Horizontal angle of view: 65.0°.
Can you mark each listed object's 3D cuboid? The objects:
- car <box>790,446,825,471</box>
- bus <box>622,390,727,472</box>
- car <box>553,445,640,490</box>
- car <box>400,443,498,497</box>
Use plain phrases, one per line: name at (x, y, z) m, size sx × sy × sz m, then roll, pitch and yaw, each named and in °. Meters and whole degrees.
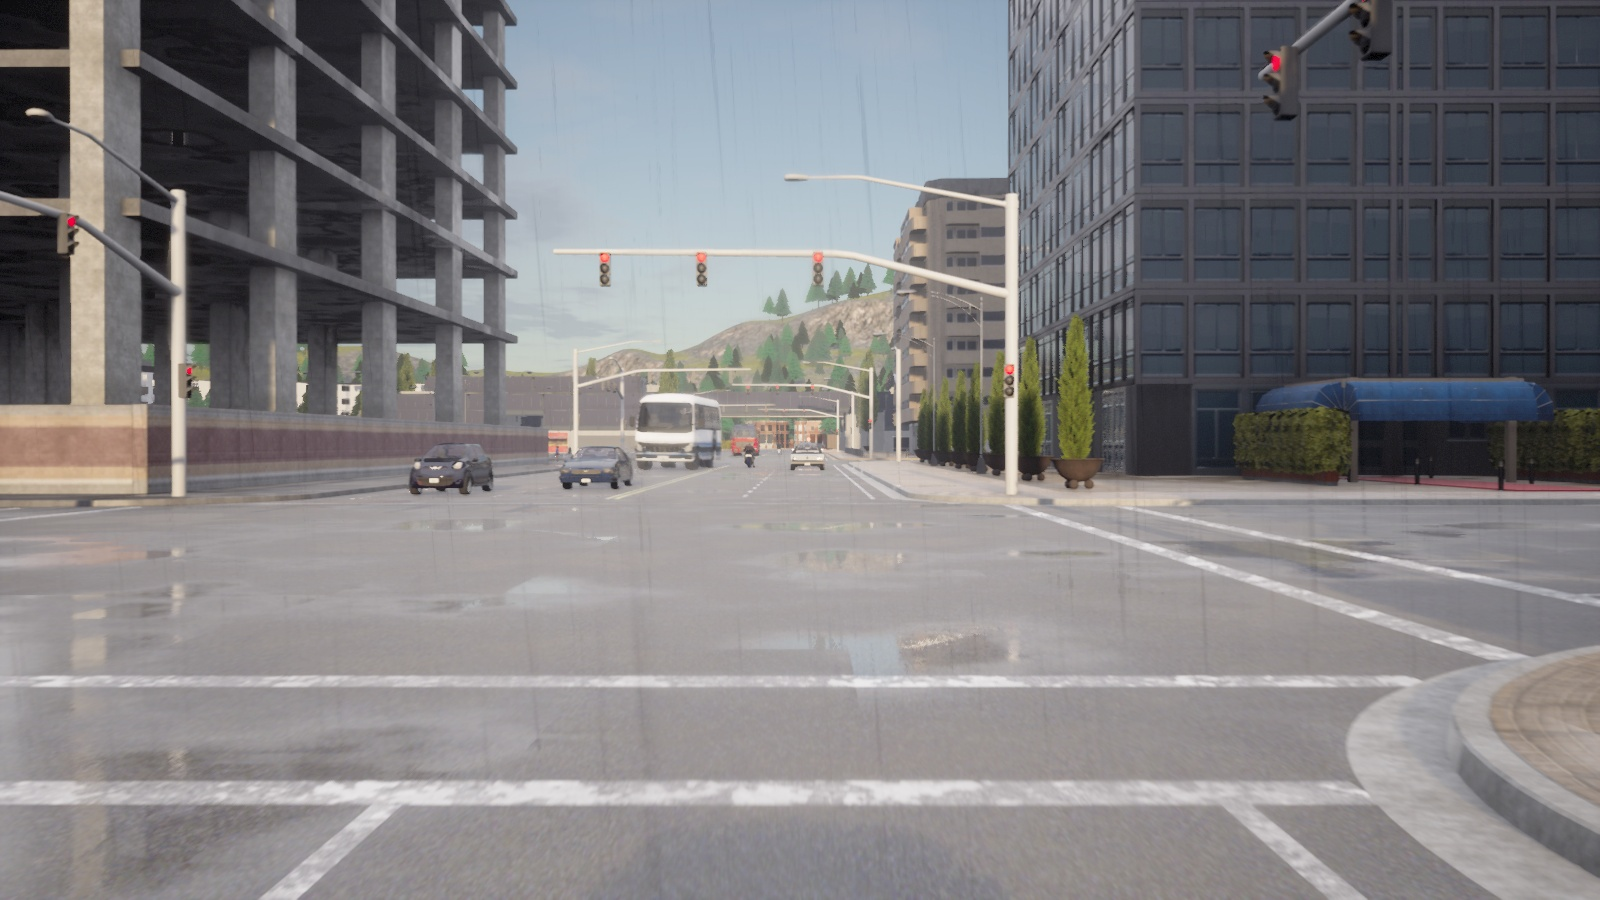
car at (0.407, 0.459, 68.842) m, size 1.895 × 1.301 × 4.718 m, roll 0°, pitch 0°, yaw 0°
bus at (-6.949, -1.039, 71.610) m, size 3.944 × 4.253 × 10.273 m, roll 1°, pitch 0°, yaw 6°
car at (-6.746, 0.551, 42.153) m, size 2.033 × 1.411 × 5.357 m, roll 0°, pitch 0°, yaw 0°
car at (-10.275, 0.544, 36.977) m, size 1.845 × 1.501 × 3.633 m, roll 0°, pitch 0°, yaw 0°
